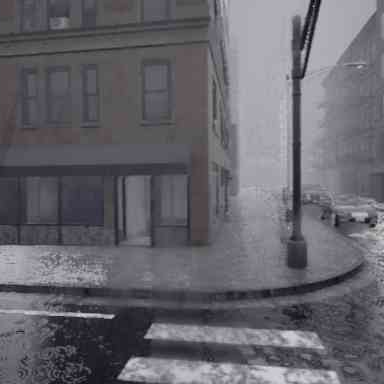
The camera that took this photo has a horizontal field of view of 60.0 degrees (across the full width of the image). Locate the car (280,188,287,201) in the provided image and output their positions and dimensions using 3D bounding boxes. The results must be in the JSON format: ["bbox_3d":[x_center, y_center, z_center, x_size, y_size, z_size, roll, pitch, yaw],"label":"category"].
[{"bbox_3d":[10.901,0.259,36.581,1.994,1.385,4.181,0,2,9],"label":"car"}]

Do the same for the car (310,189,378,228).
[{"bbox_3d":[7.736,0.840,16.933,2.128,1.511,4.902,0,2,9],"label":"car"}]

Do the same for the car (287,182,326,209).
[{"bbox_3d":[9.319,0.243,26.725,2.150,2.045,5.566,0,2,9],"label":"car"}]
